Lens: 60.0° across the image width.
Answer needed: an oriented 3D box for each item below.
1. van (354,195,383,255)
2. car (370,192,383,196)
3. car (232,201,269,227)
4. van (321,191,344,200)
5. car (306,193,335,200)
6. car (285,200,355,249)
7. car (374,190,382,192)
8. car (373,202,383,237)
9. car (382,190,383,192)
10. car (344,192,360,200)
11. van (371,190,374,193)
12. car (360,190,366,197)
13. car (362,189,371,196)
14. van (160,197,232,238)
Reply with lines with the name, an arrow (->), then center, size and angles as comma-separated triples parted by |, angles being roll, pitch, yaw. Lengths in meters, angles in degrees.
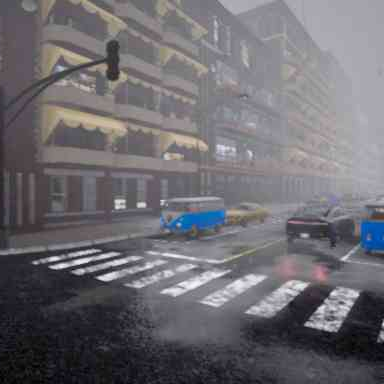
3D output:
van -> 6.957, 1.158, 11.473 | 1.690, 1.788, 3.998 | 1, 1, 35
car -> 21.010, 0.983, 35.958 | 2.033, 1.411, 5.357 | 0, 1, 35
car -> 3.249, 1.272, 20.766 | 1.752, 1.417, 4.829 | 1, 1, 35
van -> 16.249, 0.781, 39.220 | 1.690, 1.788, 3.998 | 1, 1, 35
car -> 13.022, 1.066, 34.644 | 2.008, 1.369, 4.403 | 1, 1, 35
car -> 5.397, 1.296, 13.802 | 2.128, 1.511, 4.902 | 0, 1, 35
car -> 38.826, 0.353, 71.280 | 1.967, 1.590, 4.097 | 1, 1, 35
car -> 10.182, 1.291, 16.056 | 2.008, 1.369, 4.403 | 1, 1, 35
car -> 45.178, 0.291, 80.302 | 1.752, 1.417, 4.829 | 1, 1, 35
car -> 22.699, 0.854, 48.384 | 1.947, 1.339, 4.313 | 1, 1, 35
van -> 32.376, 0.403, 62.118 | 1.690, 1.788, 3.998 | 1, 1, 35
car -> 25.924, 0.757, 52.963 | 1.887, 1.381, 4.507 | 1, 1, 35
car -> 29.149, 0.688, 57.543 | 2.008, 1.369, 4.403 | 1, 1, 35
van -> 0.122, 1.162, 16.322 | 1.690, 1.788, 3.998 | 1, 1, 35
